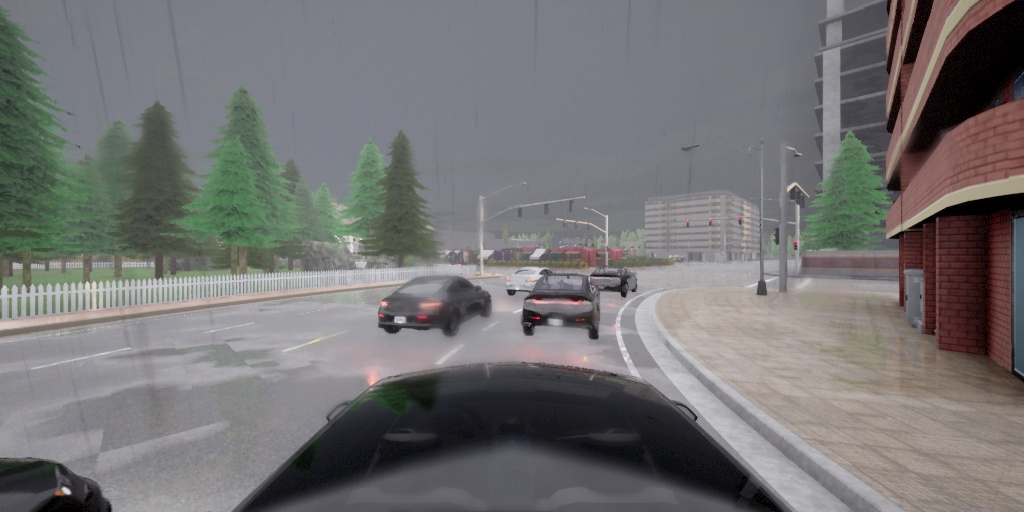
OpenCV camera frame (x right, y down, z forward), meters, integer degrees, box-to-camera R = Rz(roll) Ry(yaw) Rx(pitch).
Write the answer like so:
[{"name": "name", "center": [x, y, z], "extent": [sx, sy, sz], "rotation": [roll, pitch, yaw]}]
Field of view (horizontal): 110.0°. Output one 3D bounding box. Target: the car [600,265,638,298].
[{"name": "car", "center": [5.344, 1.241, 18.824], "extent": [2.128, 1.511, 4.902], "rotation": [0, 0, 28]}]

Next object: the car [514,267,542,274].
[{"name": "car", "center": [1.266, 1.276, 18.837], "extent": [1.812, 1.442, 4.674], "rotation": [0, 0, 26]}]

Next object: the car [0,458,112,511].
[{"name": "car", "center": [-3.172, 1.312, 0.223], "extent": [1.994, 1.385, 4.181], "rotation": [0, 0, -3]}]

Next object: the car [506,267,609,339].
[{"name": "car", "center": [1.561, 1.242, 10.208], "extent": [2.128, 1.511, 4.902], "rotation": [0, 0, 14]}]

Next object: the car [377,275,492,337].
[{"name": "car", "center": [-1.986, 1.276, 10.340], "extent": [1.812, 1.442, 4.674], "rotation": [0, 0, 13]}]
